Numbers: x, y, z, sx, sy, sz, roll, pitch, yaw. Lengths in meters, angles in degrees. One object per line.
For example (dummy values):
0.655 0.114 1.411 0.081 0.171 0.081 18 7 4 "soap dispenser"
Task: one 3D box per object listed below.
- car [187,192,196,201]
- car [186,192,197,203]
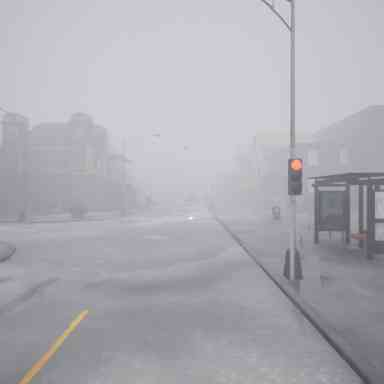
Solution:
-0.100 1.050 77.253 2.150 2.045 5.566 0 0 0 "car"
-0.087 1.345 67.190 2.097 1.767 4.553 0 0 0 "car"
